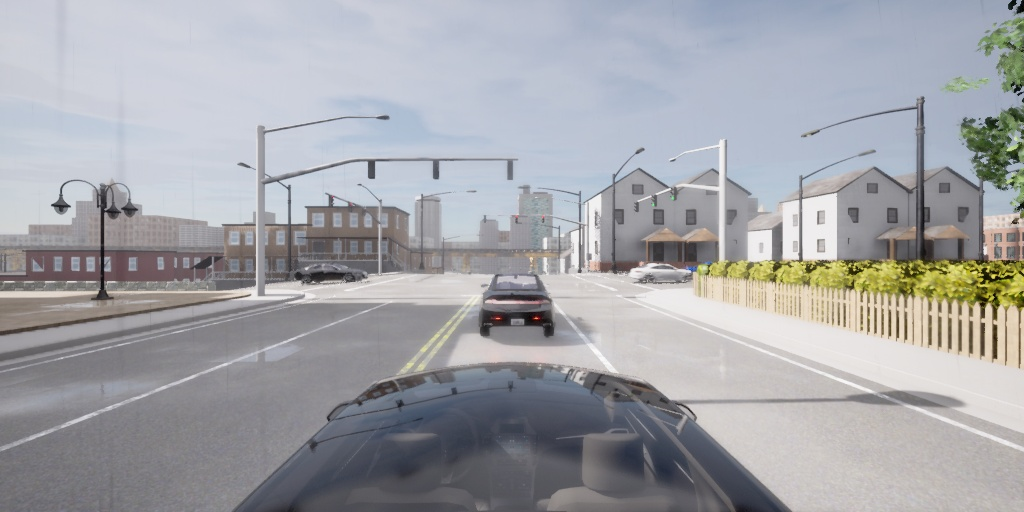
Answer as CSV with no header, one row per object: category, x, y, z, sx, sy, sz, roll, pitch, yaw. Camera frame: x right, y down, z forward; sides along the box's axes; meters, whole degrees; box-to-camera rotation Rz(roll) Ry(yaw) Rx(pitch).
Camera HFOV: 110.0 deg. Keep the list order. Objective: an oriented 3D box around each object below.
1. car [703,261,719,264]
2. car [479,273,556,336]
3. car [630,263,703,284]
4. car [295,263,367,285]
car,16.655,1.228,30.377,5.008,1.535,1.882,0,0,-1
car,0.114,1.242,10.332,2.128,1.511,4.902,0,0,0
car,11.151,1.275,26.607,4.674,1.442,1.812,0,0,-1
car,-13.252,1.268,26.366,4.902,1.511,2.128,-2,0,-2
